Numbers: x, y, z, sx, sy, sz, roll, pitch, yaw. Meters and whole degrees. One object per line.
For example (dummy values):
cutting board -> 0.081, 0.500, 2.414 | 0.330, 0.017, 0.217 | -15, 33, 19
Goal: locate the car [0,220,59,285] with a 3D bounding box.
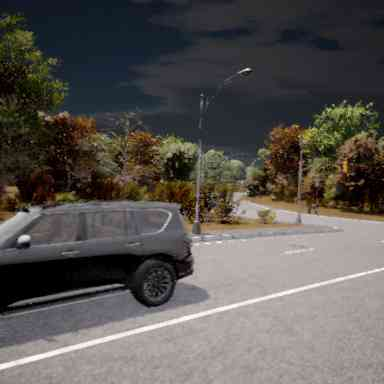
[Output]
car -> -5.814, 1.563, 8.435 | 4.181, 1.385, 1.994 | 0, 0, -35

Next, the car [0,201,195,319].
car -> -2.540, 1.224, 6.474 | 5.566, 2.045, 2.150 | 0, 0, -35
